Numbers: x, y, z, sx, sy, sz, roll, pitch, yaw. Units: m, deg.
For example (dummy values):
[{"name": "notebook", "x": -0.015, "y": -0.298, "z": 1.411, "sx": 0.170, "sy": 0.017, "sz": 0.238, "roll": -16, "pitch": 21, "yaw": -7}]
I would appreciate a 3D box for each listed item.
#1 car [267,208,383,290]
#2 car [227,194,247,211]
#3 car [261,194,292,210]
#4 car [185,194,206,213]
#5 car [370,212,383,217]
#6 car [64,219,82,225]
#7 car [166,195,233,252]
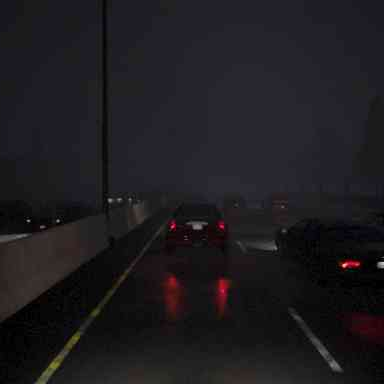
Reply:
[{"name": "car", "x": 3.663, "y": 1.383, "z": 8.809, "sx": 2.033, "sy": 1.411, "sz": 5.357, "roll": 0, "pitch": 1, "yaw": 0}, {"name": "car", "x": 3.826, "y": 0.907, "z": 30.718, "sx": 1.882, "sy": 1.535, "sz": 5.008, "roll": 0, "pitch": 1, "yaw": 0}, {"name": "car", "x": 7.314, "y": 0.953, "z": 29.119, "sx": 2.128, "sy": 1.511, "sz": 4.902, "roll": 0, "pitch": 1, "yaw": 0}, {"name": "car", "x": 0.309, "y": 0.963, "z": 30.217, "sx": 1.812, "sy": 1.442, "sz": 4.674, "roll": 0, "pitch": 1, "yaw": 0}, {"name": "car", "x": 7.187, "y": 1.378, "z": 12.047, "sx": 1.895, "sy": 1.301, "sz": 4.718, "roll": 0, "pitch": 1, "yaw": 0}, {"name": "car", "x": -6.968, "y": 1.205, "z": 18.137, "sx": 2.033, "sy": 1.411, "sz": 5.357, "roll": 0, "pitch": 1, "yaw": 0}, {"name": "car", "x": 0.191, "y": 1.112, "z": 12.783, "sx": 2.097, "sy": 1.767, "sz": 4.553, "roll": 0, "pitch": 1, "yaw": 0}]
